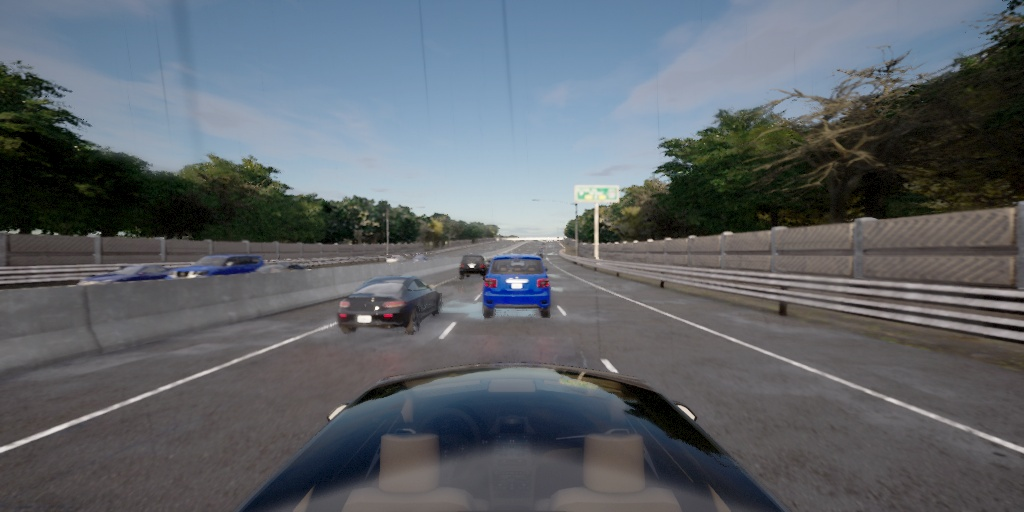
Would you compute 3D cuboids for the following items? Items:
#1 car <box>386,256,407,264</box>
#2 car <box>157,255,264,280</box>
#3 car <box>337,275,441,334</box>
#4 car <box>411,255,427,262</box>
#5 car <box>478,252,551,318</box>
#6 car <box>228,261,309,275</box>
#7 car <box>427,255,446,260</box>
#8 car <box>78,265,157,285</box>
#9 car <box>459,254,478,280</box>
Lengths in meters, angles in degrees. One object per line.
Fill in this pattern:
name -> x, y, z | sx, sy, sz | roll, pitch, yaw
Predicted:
car -> -19.498, 0.698, 60.657 | 1.895, 1.301, 4.718 | 0, 1, 3
car -> -17.401, 0.933, 21.636 | 2.150, 2.045, 5.566 | 0, 0, 1
car -> -3.347, 1.272, 10.494 | 1.812, 1.442, 4.674 | 0, 0, 0
car -> -15.931, 0.587, 62.059 | 1.812, 1.442, 4.674 | 0, 1, 3
car -> 0.178, 0.967, 13.190 | 2.150, 2.045, 5.566 | 0, 0, 1
car -> -13.901, 1.220, 21.333 | 1.837, 1.490, 4.892 | 0, 0, 1
car -> -12.465, 0.580, 61.450 | 1.837, 1.490, 4.892 | 0, 1, 3
car -> -20.925, 1.243, 20.039 | 1.812, 1.442, 4.674 | 0, 0, 1
car -> -3.016, 0.874, 30.177 | 2.150, 2.045, 5.566 | 0, 1, 1
